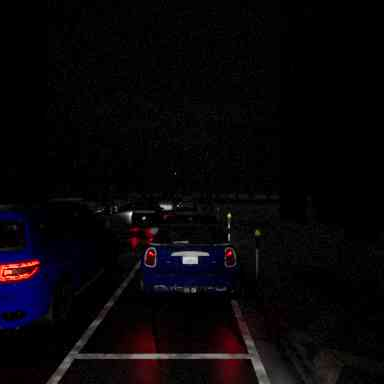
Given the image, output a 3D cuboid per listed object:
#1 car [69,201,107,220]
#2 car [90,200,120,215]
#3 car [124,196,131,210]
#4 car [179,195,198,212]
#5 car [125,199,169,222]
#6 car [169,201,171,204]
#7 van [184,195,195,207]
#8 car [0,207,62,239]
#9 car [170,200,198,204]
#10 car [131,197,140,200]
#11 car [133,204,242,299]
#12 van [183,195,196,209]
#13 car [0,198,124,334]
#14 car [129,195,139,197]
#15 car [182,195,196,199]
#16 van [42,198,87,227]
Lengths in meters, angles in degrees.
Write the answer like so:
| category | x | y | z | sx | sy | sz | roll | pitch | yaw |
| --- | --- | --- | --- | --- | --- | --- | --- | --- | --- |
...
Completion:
| category | x | y | z | sx | sy | sz | roll | pitch | yaw |
| --- | --- | --- | --- | --- | --- | --- | --- | --- | --- |
| car | -8.909 | 1.530 | 28.841 | 1.752 | 1.417 | 4.829 | 0 | 0 | 0 |
| car | -8.909 | 1.572 | 34.448 | 1.947 | 1.339 | 4.313 | 0 | 0 | 0 |
| car | -8.909 | 1.534 | 39.716 | 1.752 | 1.417 | 4.829 | 0 | 0 | 0 |
| car | -0.384 | 1.324 | 39.886 | 2.192 | 1.841 | 5.009 | 0 | 0 | 0 |
| car | -3.078 | 1.493 | 23.939 | 2.128 | 1.511 | 4.902 | 0 | 0 | 0 |
| car | -3.083 | 1.609 | 38.071 | 1.895 | 1.301 | 4.718 | 0 | 0 | 0 |
| van | -0.384 | 1.356 | 50.761 | 1.690 | 1.788 | 3.998 | 0 | 0 | 0 |
| car | -8.909 | 1.567 | 18.136 | 1.947 | 1.339 | 4.313 | 0 | 0 | 0 |
| car | -0.384 | 1.528 | 23.743 | 1.752 | 1.417 | 4.829 | 0 | 0 | 0 |
| car | -6.207 | 1.610 | 41.281 | 1.895 | 1.301 | 4.718 | 0 | 0 | 0 |
| car | -0.032 | 1.353 | 8.620 | 2.097 | 1.767 | 4.553 | 0 | 0 | 0 |
| van | -0.384 | 1.353 | 45.324 | 1.690 | 1.788 | 3.998 | 0 | 0 | 0 |
| car | -3.144 | 1.223 | 6.982 | 2.150 | 2.045 | 5.566 | 0 | 0 | 0 |
| car | -8.910 | 1.452 | 45.324 | 1.967 | 1.590 | 4.097 | 0 | 0 | 0 |
| car | -0.384 | 1.446 | 34.448 | 1.967 | 1.590 | 4.097 | 0 | 0 | 0 |
| van | -8.909 | 1.344 | 23.573 | 1.690 | 1.788 | 3.998 | 0 | 0 | 0 |
